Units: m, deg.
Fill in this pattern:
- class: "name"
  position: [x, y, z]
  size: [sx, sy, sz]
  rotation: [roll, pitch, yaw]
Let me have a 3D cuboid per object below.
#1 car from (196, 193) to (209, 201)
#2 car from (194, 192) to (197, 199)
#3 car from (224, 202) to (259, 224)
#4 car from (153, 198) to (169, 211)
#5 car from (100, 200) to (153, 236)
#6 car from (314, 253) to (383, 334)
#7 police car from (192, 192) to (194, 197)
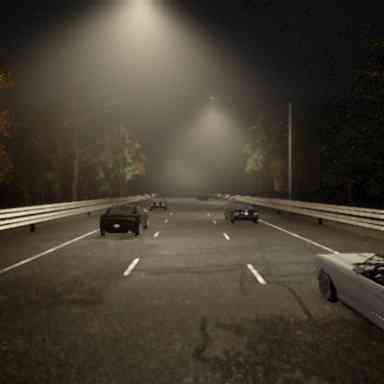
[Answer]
- class: "car"
  position: [2.498, 1.128, 70.347]
  size: [1.882, 1.535, 5.008]
  rotation: [0, 0, -2]
- class: "car"
  position: [2.167, 1.151, 81.379]
  size: [1.994, 1.385, 4.181]
  rotation: [0, 0, -2]
- class: "car"
  position: [3.471, 1.435, 23.978]
  size: [2.033, 1.411, 5.357]
  rotation: [0, 0, -1]
- class: "car"
  position: [-3.709, 1.366, 38.020]
  size: [2.033, 1.411, 5.357]
  rotation: [0, 0, -1]
- class: "car"
  position: [-3.479, 1.396, 17.763]
  size: [1.882, 1.535, 5.008]
  rotation: [0, 0, 0]
- class: "car"
  position: [3.588, 1.577, 5.176]
  size: [1.895, 1.301, 4.718]
  rotation: [0, 0, 0]
- class: "police car"
  position: [1.785, 0.951, 92.519]
  size: [1.930, 1.638, 5.238]
  rotation: [0, 0, -2]
